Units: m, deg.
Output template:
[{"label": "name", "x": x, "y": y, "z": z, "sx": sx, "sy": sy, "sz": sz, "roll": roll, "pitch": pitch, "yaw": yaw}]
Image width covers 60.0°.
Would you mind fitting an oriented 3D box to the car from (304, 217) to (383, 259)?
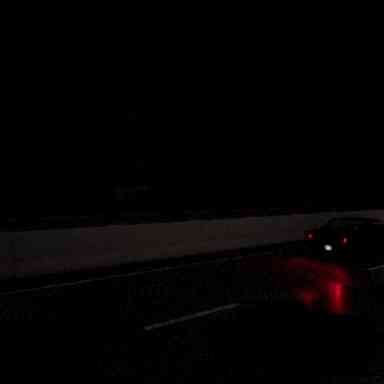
[{"label": "car", "x": 6.484, "y": 1.622, "z": 12.691, "sx": 4.718, "sy": 1.301, "sz": 1.895, "roll": 0, "pitch": 0, "yaw": -35}]
